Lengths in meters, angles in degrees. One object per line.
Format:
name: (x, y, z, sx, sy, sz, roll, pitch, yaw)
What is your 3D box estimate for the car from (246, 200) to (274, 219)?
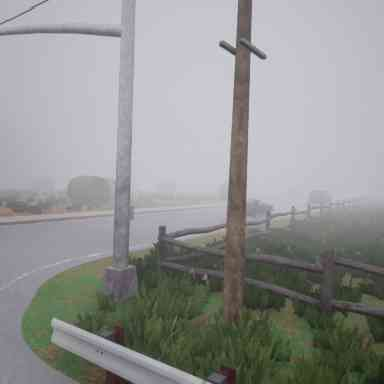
car: (4.586, 1.232, 25.090, 1.895, 1.301, 4.718, 3, 2, 33)

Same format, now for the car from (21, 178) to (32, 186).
car: (-39.119, -2.288, 79.212, 1.905, 1.878, 3.866, 8, 2, -13)

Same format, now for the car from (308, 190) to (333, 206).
car: (17.137, 0.815, 44.309, 2.150, 2.045, 5.566, 3, 2, 34)
